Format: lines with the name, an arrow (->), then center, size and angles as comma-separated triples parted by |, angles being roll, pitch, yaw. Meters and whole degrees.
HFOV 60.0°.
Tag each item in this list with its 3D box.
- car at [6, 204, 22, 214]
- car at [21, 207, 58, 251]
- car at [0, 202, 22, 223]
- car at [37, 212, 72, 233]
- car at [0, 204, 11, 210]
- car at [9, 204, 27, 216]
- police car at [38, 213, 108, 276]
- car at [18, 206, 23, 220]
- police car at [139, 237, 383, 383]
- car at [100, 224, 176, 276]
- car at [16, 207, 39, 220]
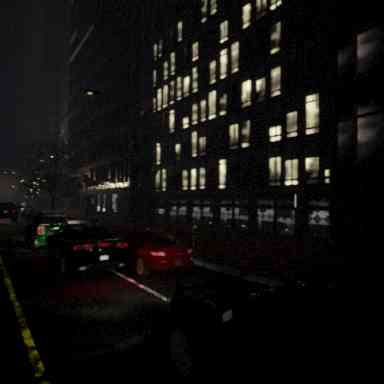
car -> -29.154, 2.793, 54.521 | 1.967, 1.590, 4.097 | 2, -2, -33
car -> -7.118, 1.812, 16.839 | 2.097, 1.767, 4.553 | 2, -2, -33
car -> -19.295, 2.075, 34.193 | 2.150, 2.045, 5.566 | 2, -3, -32
car -> -10.725, 2.284, 25.770 | 1.802, 1.307, 4.206 | 2, -2, -33
car -> -41.443, 3.313, 73.684 | 1.887, 1.381, 4.507 | 2, -2, -33
car -> -26.083, 2.687, 49.730 | 1.967, 1.590, 4.097 | 2, -2, -33
police car -> -3.955, 1.768, 11.905 | 1.930, 1.638, 5.238 | 2, -2, -33
car -> -16.868, 2.477, 35.353 | 2.008, 1.369, 4.403 | 2, -2, -33
police car -> 1.441, 1.568, 3.488 | 1.930, 1.638, 5.238 | 2, -2, -33
car -> -1.509, 1.941, 11.396 | 1.802, 1.307, 4.206 | 2, -2, -33
car -> -19.940, 2.586, 40.144 | 2.008, 1.369, 4.403 | 2, -2, -33
